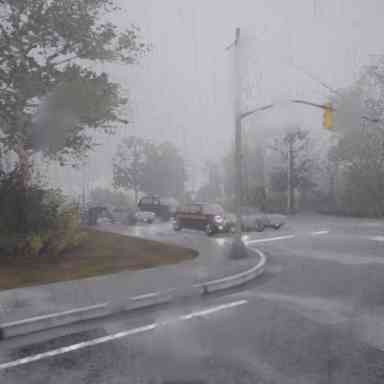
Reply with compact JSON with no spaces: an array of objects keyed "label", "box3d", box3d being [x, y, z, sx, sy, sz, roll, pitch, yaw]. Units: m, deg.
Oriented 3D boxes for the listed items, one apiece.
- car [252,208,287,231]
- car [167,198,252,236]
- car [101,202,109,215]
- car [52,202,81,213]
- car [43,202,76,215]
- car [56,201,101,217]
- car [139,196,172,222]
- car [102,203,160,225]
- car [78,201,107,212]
[{"label":"car","box3d":[3.638,1.634,21.208,1.895,1.301,4.718,0,0,-39]},{"label":"car","box3d":[0.848,1.395,19.001,2.097,1.767,4.553,0,0,-38]},{"label":"car","box3d":[-9.512,1.866,35.996,4.902,1.511,2.128,-2,-1,44]},{"label":"car","box3d":[-18.375,2.251,48.607,4.181,1.385,1.994,-2,-1,39]},{"label":"car","box3d":[-17.156,2.105,43.028,4.892,1.490,1.837,-2,-1,40]},{"label":"car","box3d":[-11.328,1.869,32.870,4.892,1.490,1.837,-2,-1,45]},{"label":"car","box3d":[-2.609,1.391,28.732,2.150,2.045,5.566,0,-1,-41]},{"label":"car","box3d":[-4.838,1.769,25.966,1.895,1.301,4.718,0,-1,-41]},{"label":"car","box3d":[-15.153,2.153,50.519,4.892,1.490,1.837,-2,-1,39]}]
